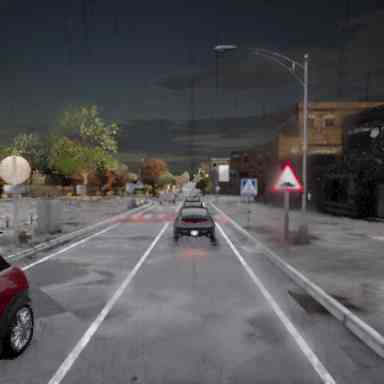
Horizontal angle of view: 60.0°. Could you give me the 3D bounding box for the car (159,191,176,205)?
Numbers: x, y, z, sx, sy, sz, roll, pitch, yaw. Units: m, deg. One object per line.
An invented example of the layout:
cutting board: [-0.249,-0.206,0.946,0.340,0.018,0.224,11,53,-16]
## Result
car: [-3.245,0.719,44.760,2.097,1.767,4.553,0,1,0]

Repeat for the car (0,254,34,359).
car: [-3.350,1.350,2.929,2.097,1.767,4.553,0,0,0]

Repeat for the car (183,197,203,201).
car: [0.103,1.212,33.242,2.128,1.511,4.902,0,1,0]

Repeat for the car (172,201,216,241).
car: [0.101,1.433,16.247,1.837,1.490,4.892,0,0,0]
